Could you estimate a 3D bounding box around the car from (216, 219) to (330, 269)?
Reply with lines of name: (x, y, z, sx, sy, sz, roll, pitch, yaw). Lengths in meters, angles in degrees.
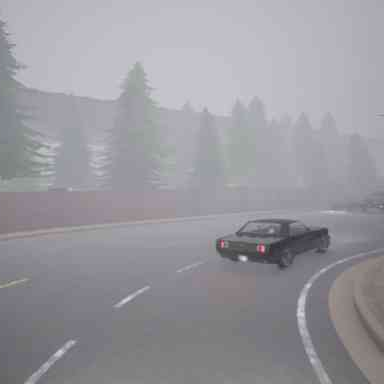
car: (2.903, 1.535, 11.006, 1.895, 1.301, 4.718, -1, 0, 41)

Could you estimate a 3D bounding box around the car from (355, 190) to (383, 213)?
car: (18.237, 0.805, 31.745, 5.566, 2.045, 2.150, -1, 0, -37)

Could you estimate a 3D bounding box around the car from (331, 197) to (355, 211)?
car: (16.278, 1.248, 34.644, 4.181, 1.385, 1.994, -1, 0, -37)
